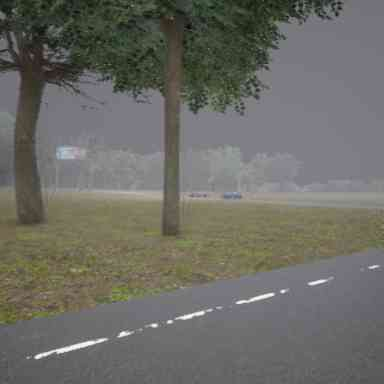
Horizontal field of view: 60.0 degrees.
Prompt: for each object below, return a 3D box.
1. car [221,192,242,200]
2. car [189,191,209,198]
[{"bbox_3d":[7.618,0.730,64.635,1.882,1.535,5.008,1,0,-35],"label":"car"},{"bbox_3d":[1.594,0.456,73.132,2.033,1.411,5.357,1,0,-35],"label":"car"}]
